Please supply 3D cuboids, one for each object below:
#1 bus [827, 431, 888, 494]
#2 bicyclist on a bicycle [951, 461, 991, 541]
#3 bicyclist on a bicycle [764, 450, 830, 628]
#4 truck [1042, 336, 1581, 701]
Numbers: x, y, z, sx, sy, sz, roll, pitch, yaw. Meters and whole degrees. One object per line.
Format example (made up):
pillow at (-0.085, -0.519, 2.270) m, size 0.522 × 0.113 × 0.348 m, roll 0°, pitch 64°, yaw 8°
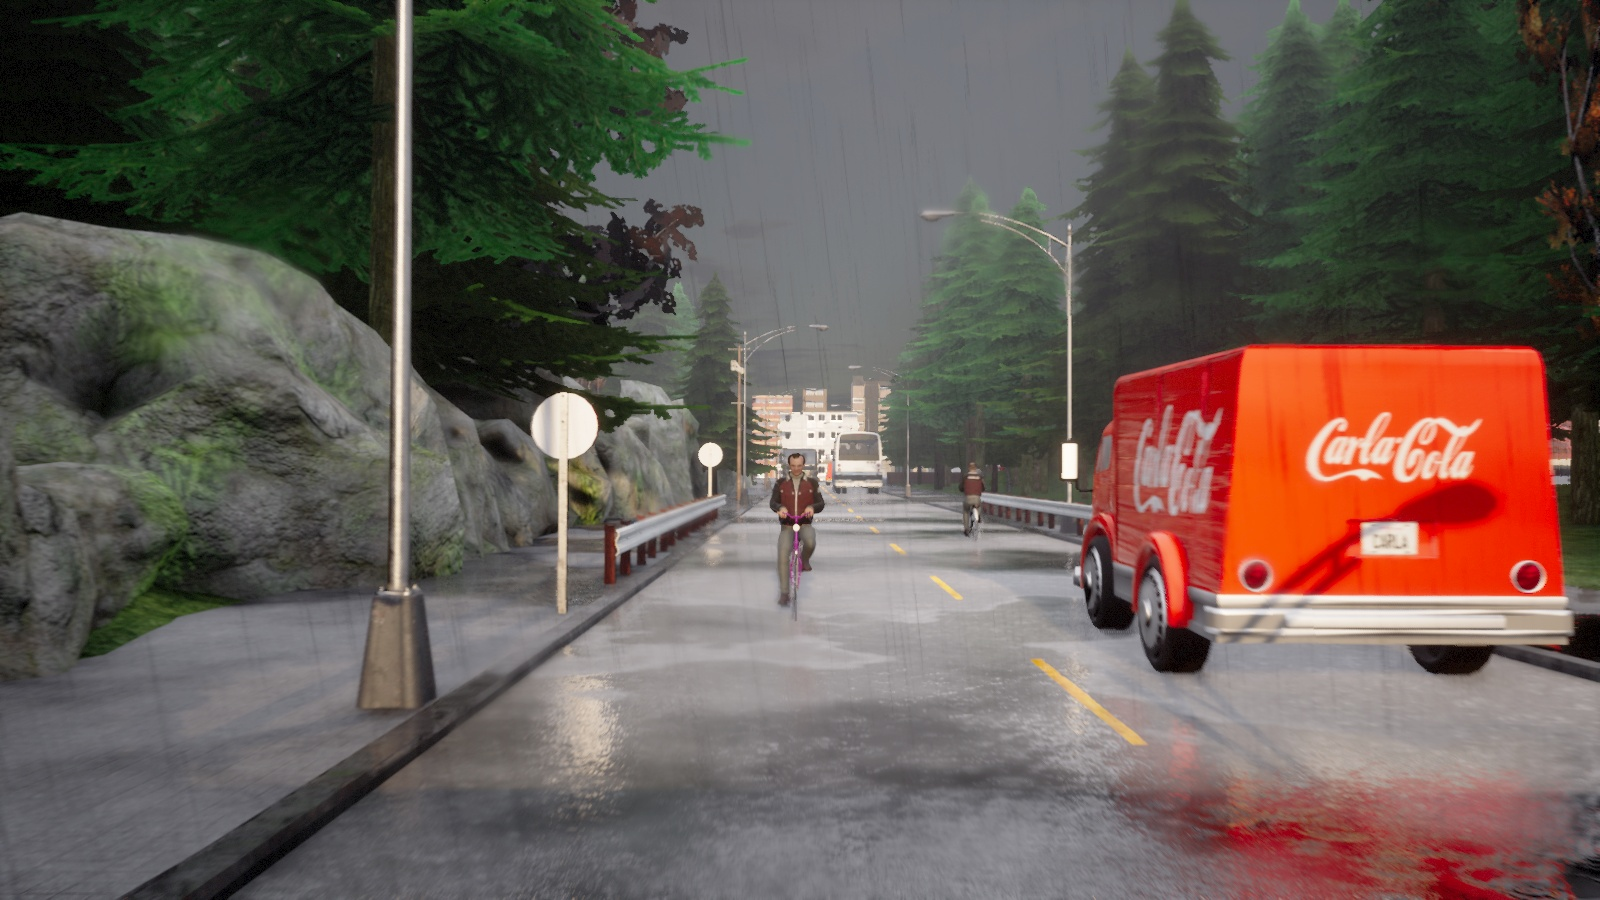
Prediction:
bus at (4.010, 0.945, 90.969) m, size 3.944 × 4.253 × 10.273 m, roll 0°, pitch -1°, yaw 0°
bicyclist on a bicycle at (3.933, 1.155, 28.979) m, size 0.659 × 1.776 × 1.843 m, roll 0°, pitch -1°, yaw 0°
bicyclist on a bicycle at (-0.032, 0.911, 13.502) m, size 0.659 × 1.776 × 1.843 m, roll 0°, pitch -1°, yaw 0°
truck at (3.972, 0.500, 11.130) m, size 2.627 × 2.467 × 5.204 m, roll 0°, pitch -1°, yaw 0°
